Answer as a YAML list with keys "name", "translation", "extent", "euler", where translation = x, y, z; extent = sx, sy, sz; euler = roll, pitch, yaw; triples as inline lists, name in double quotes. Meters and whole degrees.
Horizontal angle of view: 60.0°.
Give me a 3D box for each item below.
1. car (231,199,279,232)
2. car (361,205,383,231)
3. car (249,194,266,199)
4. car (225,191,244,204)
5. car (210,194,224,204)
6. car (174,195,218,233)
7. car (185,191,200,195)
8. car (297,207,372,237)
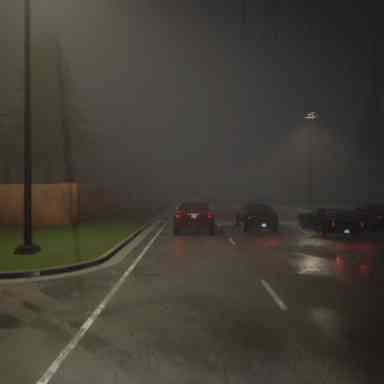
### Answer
- name: "car"
  translation: [3.603, 1.393, 19.084]
  extent: [1.837, 1.490, 4.892]
  euler: [0, 0, 0]
- name: "car"
  translation: [10.603, 1.449, 19.509]
  extent: [1.994, 1.385, 4.181]
  euler: [0, 0, 0]
- name: "car"
  translation: [10.507, 1.040, 53.511]
  extent: [2.097, 1.767, 4.553]
  euler: [0, 0, 0]
- name: "car"
  translation: [7.007, 0.911, 53.154]
  extent: [2.150, 2.045, 5.566]
  euler: [0, 0, 0]
- name: "car"
  translation: [3.507, 1.040, 53.476]
  extent: [2.097, 1.767, 4.553]
  euler: [0, 0, 0]
- name: "car"
  translation: [0.103, 1.242, 18.738]
  extent: [2.097, 1.767, 4.553]
  euler: [0, 0, 0]
- name: "car"
  translation: [0.007, 0.911, 53.155]
  extent: [2.150, 2.045, 5.566]
  euler: [0, 0, 0]
- name: "car"
  translation: [7.104, 1.498, 17.462]
  extent: [1.895, 1.301, 4.718]
  euler: [0, 0, 0]
